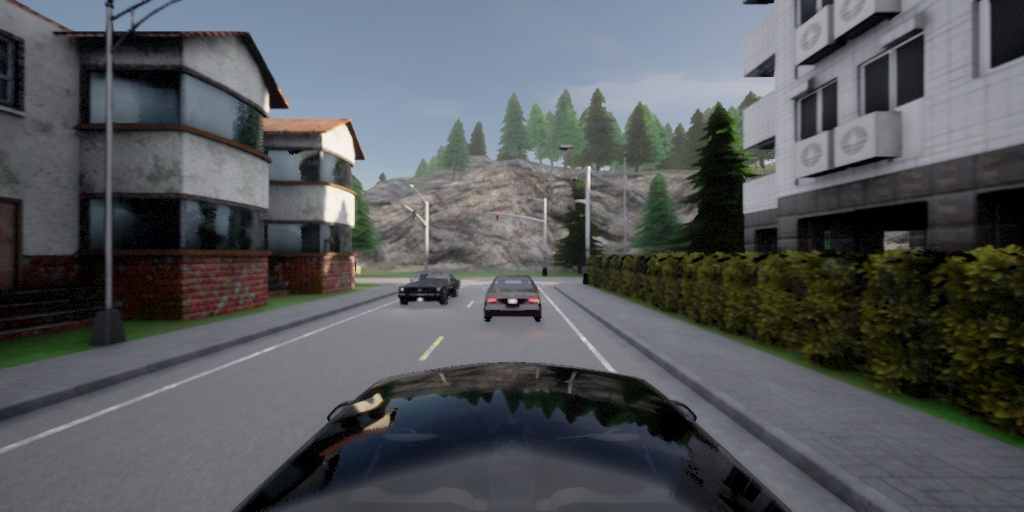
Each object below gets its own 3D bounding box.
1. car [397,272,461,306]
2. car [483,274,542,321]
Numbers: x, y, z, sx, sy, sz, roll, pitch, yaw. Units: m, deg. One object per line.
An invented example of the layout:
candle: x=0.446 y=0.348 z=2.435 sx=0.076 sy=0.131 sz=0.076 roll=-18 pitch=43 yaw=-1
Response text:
car: x=-3.562 y=1.398 z=16.130 sx=1.895 sy=1.301 sz=4.718 roll=0 pitch=0 yaw=0
car: x=0.040 y=1.333 z=12.631 sx=2.033 sy=1.411 sz=5.357 roll=0 pitch=0 yaw=1
